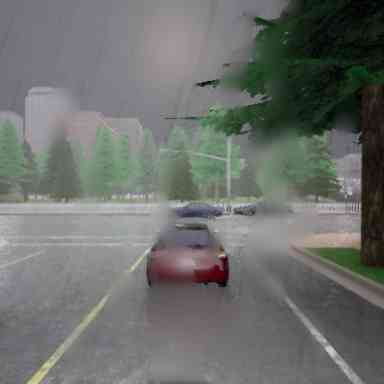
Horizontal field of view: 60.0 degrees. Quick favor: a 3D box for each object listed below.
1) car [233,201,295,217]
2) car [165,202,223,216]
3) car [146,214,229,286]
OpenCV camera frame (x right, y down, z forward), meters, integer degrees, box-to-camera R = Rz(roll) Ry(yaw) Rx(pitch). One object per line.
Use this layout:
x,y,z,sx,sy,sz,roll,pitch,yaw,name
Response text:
6.541,1.558,30.492,5.357,1.411,2.033,0,0,0,car
0.173,1.542,26.953,4.674,1.442,1.812,0,0,0,car
-0.121,1.556,9.386,1.994,1.385,4.181,0,0,-1,car
